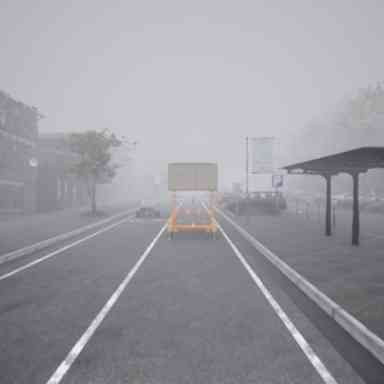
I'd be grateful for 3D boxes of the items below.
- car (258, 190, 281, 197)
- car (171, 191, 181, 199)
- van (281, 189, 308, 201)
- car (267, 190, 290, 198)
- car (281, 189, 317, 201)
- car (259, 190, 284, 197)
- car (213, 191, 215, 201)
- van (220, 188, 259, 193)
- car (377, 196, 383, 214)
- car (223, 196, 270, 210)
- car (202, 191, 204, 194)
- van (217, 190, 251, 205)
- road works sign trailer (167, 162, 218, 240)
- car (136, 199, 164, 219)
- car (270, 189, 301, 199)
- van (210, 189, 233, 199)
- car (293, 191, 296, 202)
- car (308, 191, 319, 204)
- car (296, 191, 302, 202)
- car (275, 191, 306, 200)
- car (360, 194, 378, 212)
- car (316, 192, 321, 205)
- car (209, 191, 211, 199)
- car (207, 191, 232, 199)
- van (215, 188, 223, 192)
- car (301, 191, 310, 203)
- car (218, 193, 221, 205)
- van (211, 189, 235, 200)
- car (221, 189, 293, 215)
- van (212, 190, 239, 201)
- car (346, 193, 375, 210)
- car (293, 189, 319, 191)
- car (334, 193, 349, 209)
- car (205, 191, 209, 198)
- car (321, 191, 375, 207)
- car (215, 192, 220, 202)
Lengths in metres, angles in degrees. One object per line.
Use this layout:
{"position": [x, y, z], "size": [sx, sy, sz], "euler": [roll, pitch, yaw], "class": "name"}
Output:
{"position": [18.768, 0.385, 80.783], "size": [4.892, 1.521, 2.231], "euler": [0, 1, 0], "class": "car"}
{"position": [-3.243, 0.644, 67.220], "size": [1.837, 1.490, 4.892], "euler": [0, 1, 0], "class": "car"}
{"position": [18.901, 0.535, 61.352], "size": [4.442, 1.987, 1.878], "euler": [0, 1, 0], "class": "van"}
{"position": [18.803, 0.420, 72.455], "size": [4.553, 1.767, 2.185], "euler": [0, 1, 0], "class": "car"}
{"position": [18.816, 0.564, 58.575], "size": [5.566, 2.045, 2.435], "euler": [0, 1, 0], "class": "car"}
{"position": [18.580, 0.435, 78.006], "size": [5.366, 1.575, 1.946], "euler": [0, 1, 0], "class": "car"}
{"position": [5.748, 0.995, 49.558], "size": [4.792, 1.488, 2.163], "euler": [0, 1, 0], "class": "car"}
{"position": [5.848, 0.881, 38.341], "size": [4.442, 1.987, 1.878], "euler": [0, 1, 0], "class": "van"}
{"position": [18.852, 1.256, 28.044], "size": [4.792, 1.488, 2.163], "euler": [0, 1, 0], "class": "car"}
{"position": [5.738, 1.179, 35.541], "size": [4.674, 1.452, 2.002], "euler": [0, 1, 0], "class": "car"}
{"position": [5.657, 0.194, 77.588], "size": [5.566, 2.045, 2.435], "euler": [0, 1, 0], "class": "car"}
{"position": [5.838, 0.777, 46.752], "size": [4.442, 1.987, 1.878], "euler": [0, 1, 0], "class": "van"}
{"position": [0.050, 0.343, 16.162], "size": [2.380, 3.560, 2.880], "euler": [0, 1, 2], "class": "road works sign trailer"}
{"position": [-3.342, 1.280, 26.906], "size": [1.812, 1.442, 4.674], "euler": [0, 1, 0], "class": "car"}
{"position": [18.807, 0.402, 66.901], "size": [5.566, 2.045, 2.435], "euler": [0, 1, 0], "class": "car"}
{"position": [5.816, 0.437, 66.378], "size": [4.442, 1.987, 1.878], "euler": [0, 1, 0], "class": "van"}
{"position": [18.823, 0.941, 53.029], "size": [4.792, 1.488, 2.163], "euler": [0, 1, 0], "class": "car"}
{"position": [18.799, 1.031, 44.698], "size": [5.008, 1.535, 2.097], "euler": [0, 1, 0], "class": "car"}
{"position": [18.768, 0.987, 50.247], "size": [4.792, 1.488, 2.163], "euler": [0, 1, 0], "class": "car"}
{"position": [18.967, 0.704, 64.130], "size": [5.366, 1.575, 1.946], "euler": [0, 1, 0], "class": "car"}
{"position": [18.826, 1.196, 30.819], "size": [4.892, 1.521, 2.231], "euler": [0, 1, 0], "class": "car"}
{"position": [18.801, 1.067, 41.920], "size": [4.892, 1.521, 2.231], "euler": [0, 1, 0], "class": "car"}
{"position": [5.718, 0.875, 55.168], "size": [4.892, 1.521, 2.231], "euler": [0, 1, 0], "class": "car"}
{"position": [5.689, 0.609, 69.185], "size": [4.892, 1.521, 2.231], "euler": [0, 1, 0], "class": "car"}
{"position": [5.609, 0.815, 43.950], "size": [4.442, 1.987, 1.878], "euler": [0, 1, 0], "class": "van"}
{"position": [18.985, 0.991, 47.475], "size": [5.366, 1.575, 1.946], "euler": [0, 1, 0], "class": "car"}
{"position": [5.553, 1.169, 32.737], "size": [5.366, 1.575, 1.946], "euler": [0, 1, 0], "class": "car"}
{"position": [5.819, 0.492, 63.575], "size": [4.442, 1.987, 1.878], "euler": [0, 1, 0], "class": "van"}
{"position": [5.713, 0.953, 29.931], "size": [5.566, 2.045, 2.435], "euler": [0, 1, 0], "class": "car"}
{"position": [5.825, 0.600, 57.971], "size": [4.442, 1.987, 1.878], "euler": [0, 1, 0], "class": "van"}
{"position": [18.822, 1.162, 33.594], "size": [5.008, 1.535, 2.097], "euler": [0, 1, 0], "class": "car"}
{"position": [18.763, 0.613, 55.799], "size": [5.566, 2.045, 2.435], "euler": [0, 1, 0], "class": "car"}
{"position": [18.819, 1.130, 36.370], "size": [5.008, 1.535, 2.097], "euler": [0, 1, 0], "class": "car"}
{"position": [5.677, 0.521, 60.771], "size": [5.566, 2.045, 2.435], "euler": [0, 1, 0], "class": "car"}
{"position": [18.782, 0.847, 39.143], "size": [5.566, 2.045, 2.435], "euler": [0, 1, 0], "class": "car"}
{"position": [5.723, 1.074, 41.146], "size": [5.008, 1.535, 2.097], "euler": [0, 1, 0], "class": "car"}
